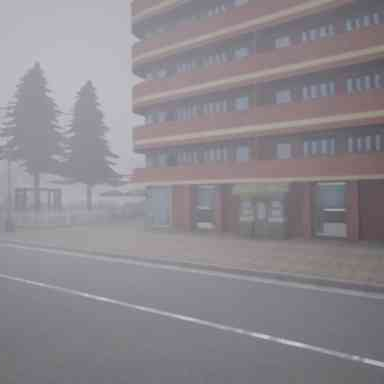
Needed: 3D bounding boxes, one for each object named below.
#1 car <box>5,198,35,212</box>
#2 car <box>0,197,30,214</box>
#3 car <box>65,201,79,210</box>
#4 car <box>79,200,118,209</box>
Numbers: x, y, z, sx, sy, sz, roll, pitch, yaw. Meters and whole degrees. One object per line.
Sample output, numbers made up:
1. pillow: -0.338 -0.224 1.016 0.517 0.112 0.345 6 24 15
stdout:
1. car: -19.224 1.875 40.110 1.837 1.490 4.892 -1 0 34
2. car: -22.704 1.638 41.219 2.150 2.045 5.566 -1 0 33
3. car: -16.786 1.954 49.900 1.994 1.385 4.181 -1 0 35
4. car: -13.337 1.894 48.980 2.033 1.411 5.357 -1 0 35
